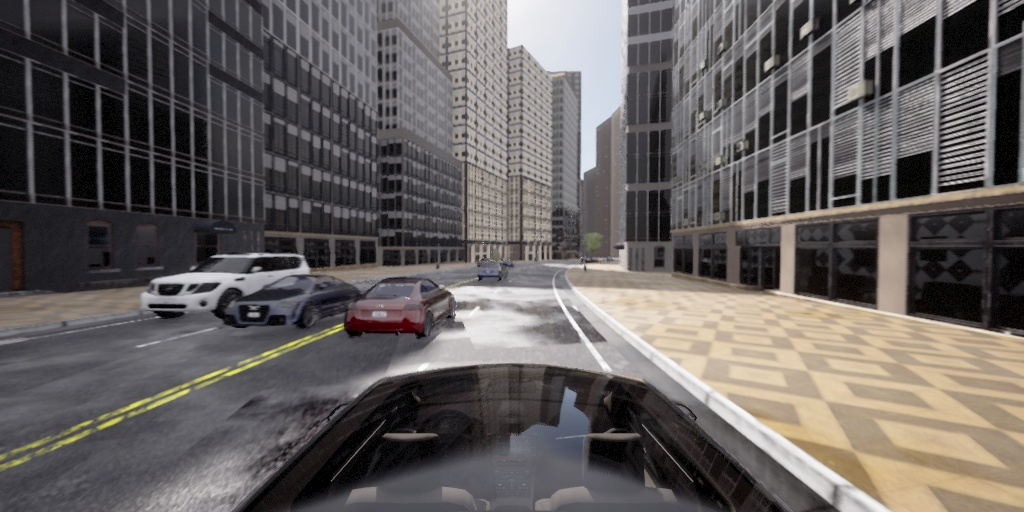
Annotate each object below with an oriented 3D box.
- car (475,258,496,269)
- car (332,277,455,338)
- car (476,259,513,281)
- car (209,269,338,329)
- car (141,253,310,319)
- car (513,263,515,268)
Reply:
[{"bbox_3d":[-3.884,1.102,53.885,1.812,1.442,4.674,0,0,13],"label":"car"},{"bbox_3d":[-2.911,1.278,10.091,1.994,1.385,4.181,0,0,2],"label":"car"},{"bbox_3d":[-1.455,1.213,28.851,2.033,1.411,5.357,0,0,7],"label":"car"},{"bbox_3d":[-6.333,1.264,10.900,1.994,1.385,4.181,0,0,3],"label":"car"},{"bbox_3d":[-9.517,0.905,12.762,2.150,2.045,5.566,0,0,3],"label":"car"},{"bbox_3d":[-1.001,1.203,51.976,1.895,1.301,4.718,0,0,13],"label":"car"}]
